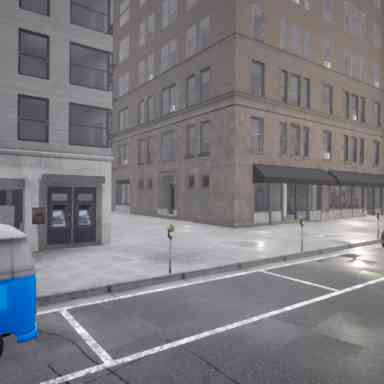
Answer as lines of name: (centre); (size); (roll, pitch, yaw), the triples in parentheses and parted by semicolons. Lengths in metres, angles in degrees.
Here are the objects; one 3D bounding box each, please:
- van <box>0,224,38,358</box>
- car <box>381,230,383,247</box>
van: (-3.970, 1.341, 3.919); (3.998, 1.788, 1.690); (0, 1, -36)
car: (9.414, 1.581, 13.476); (4.313, 1.339, 1.947); (0, 1, -36)
